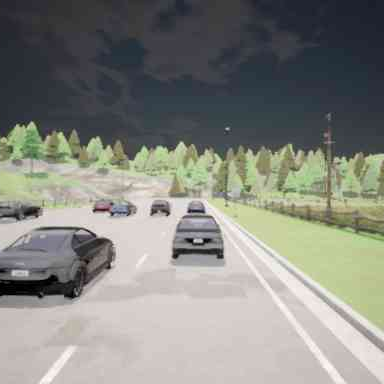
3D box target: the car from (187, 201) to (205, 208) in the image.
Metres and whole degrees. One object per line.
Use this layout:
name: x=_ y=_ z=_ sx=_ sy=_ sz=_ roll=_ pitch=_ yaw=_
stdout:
car: x=0.475 y=1.670 z=37.171 sx=1.994 sy=1.385 sz=4.181 roll=0 pitch=0 yaw=1

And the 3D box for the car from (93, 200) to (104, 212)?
car: x=-10.008 y=1.591 z=38.711 sx=1.994 sy=1.385 sz=4.181 roll=0 pitch=0 yaw=1

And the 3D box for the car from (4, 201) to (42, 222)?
car: x=-13.640 y=1.457 z=26.300 sx=2.128 sy=1.511 sz=4.902 roll=0 pitch=0 yaw=1

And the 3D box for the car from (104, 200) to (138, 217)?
car: x=-6.578 y=1.584 z=32.191 sx=2.033 sy=1.411 sz=5.357 roll=0 pitch=0 yaw=1

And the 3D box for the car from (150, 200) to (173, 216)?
car: x=-3.063 y=1.573 z=33.585 sx=1.837 sy=1.490 sz=4.892 roll=0 pitch=0 yaw=1

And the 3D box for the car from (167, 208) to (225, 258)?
car: x=0.216 y=1.585 z=12.937 sx=2.033 sy=1.411 sz=5.357 roll=0 pitch=0 yaw=1

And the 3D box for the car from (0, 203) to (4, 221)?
car: x=-10.273 y=1.309 z=13.793 sx=2.097 sy=1.767 sz=4.553 roll=0 pitch=0 yaw=1

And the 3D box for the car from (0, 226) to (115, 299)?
car: x=-3.331 y=1.561 z=8.495 sx=1.994 sy=1.385 sz=4.181 roll=0 pitch=0 yaw=1
